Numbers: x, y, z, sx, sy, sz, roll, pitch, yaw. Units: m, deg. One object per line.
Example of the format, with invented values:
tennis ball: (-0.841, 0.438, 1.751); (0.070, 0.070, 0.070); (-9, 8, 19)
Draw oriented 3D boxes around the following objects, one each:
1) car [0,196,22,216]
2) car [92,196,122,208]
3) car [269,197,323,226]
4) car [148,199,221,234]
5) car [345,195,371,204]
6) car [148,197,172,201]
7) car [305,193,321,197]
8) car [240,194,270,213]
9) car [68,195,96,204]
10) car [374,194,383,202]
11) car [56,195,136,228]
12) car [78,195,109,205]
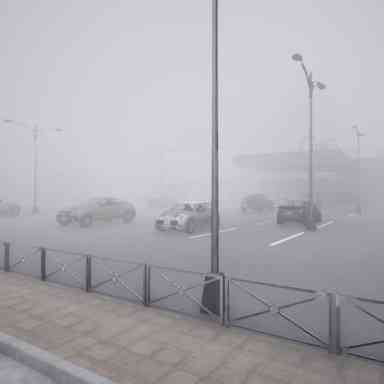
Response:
car: (-16.352, 1.089, 27.469); (1.905, 1.878, 3.866); (0, 0, 33)
car: (-11.771, 1.331, 46.189); (1.845, 1.501, 3.633); (0, 0, 33)
car: (6.791, 1.312, 20.987); (2.007, 1.523, 4.514); (0, 0, 33)
car: (-0.155, 1.246, 17.132); (1.970, 1.475, 3.806); (0, 0, 33)
car: (32.842, 1.493, 65.959); (4.611, 1.667, 2.242); (0, 0, 33)
car: (-3.463, 1.310, 40.637); (2.007, 1.523, 4.514); (0, 0, 33)
car: (13.615, 1.090, 37.912); (1.905, 1.878, 3.866); (0, 0, 33)
car: (6.530, 1.111, 33.166); (1.932, 1.855, 4.605); (0, 0, 33)
car: (-20.056, 1.349, 60.816); (2.007, 1.523, 4.514); (0, 0, 33)
car: (39.585, 1.326, 68.285); (3.866, 1.878, 1.905); (0, 0, 33)
car: (-5.684, 1.167, 20.405); (2.152, 1.636, 5.027); (0, 0, 33)
car: (-17.411, 1.340, 59.128); (2.152, 1.636, 5.027); (0, 0, 33)
